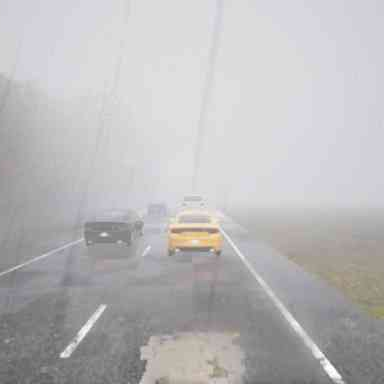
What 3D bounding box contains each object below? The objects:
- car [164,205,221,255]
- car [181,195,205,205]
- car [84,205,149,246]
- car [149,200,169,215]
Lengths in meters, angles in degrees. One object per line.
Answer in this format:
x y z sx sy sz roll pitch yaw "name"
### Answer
0.098 1.496 13.479 1.882 1.535 5.008 0 0 0 "car"
0.102 1.265 31.774 2.150 2.045 5.566 0 0 0 "car"
-3.399 1.498 15.348 1.882 1.535 5.008 0 0 0 "car"
-3.398 1.525 34.152 1.882 1.535 5.008 0 0 0 "car"
